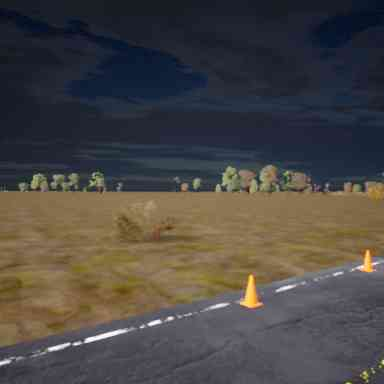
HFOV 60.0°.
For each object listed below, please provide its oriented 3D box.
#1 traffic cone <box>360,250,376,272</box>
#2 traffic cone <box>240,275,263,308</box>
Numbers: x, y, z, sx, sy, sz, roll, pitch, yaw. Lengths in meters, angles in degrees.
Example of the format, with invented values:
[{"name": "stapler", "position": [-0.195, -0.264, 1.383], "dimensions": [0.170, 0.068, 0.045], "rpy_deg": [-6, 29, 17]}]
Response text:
[{"name": "traffic cone", "position": [5.159, 2.001, 9.747], "dimensions": [0.340, 0.580, 0.340], "rpy_deg": [0, 0, -38]}, {"name": "traffic cone", "position": [1.212, 1.981, 6.755], "dimensions": [0.340, 0.580, 0.340], "rpy_deg": [0, 0, -37]}]
